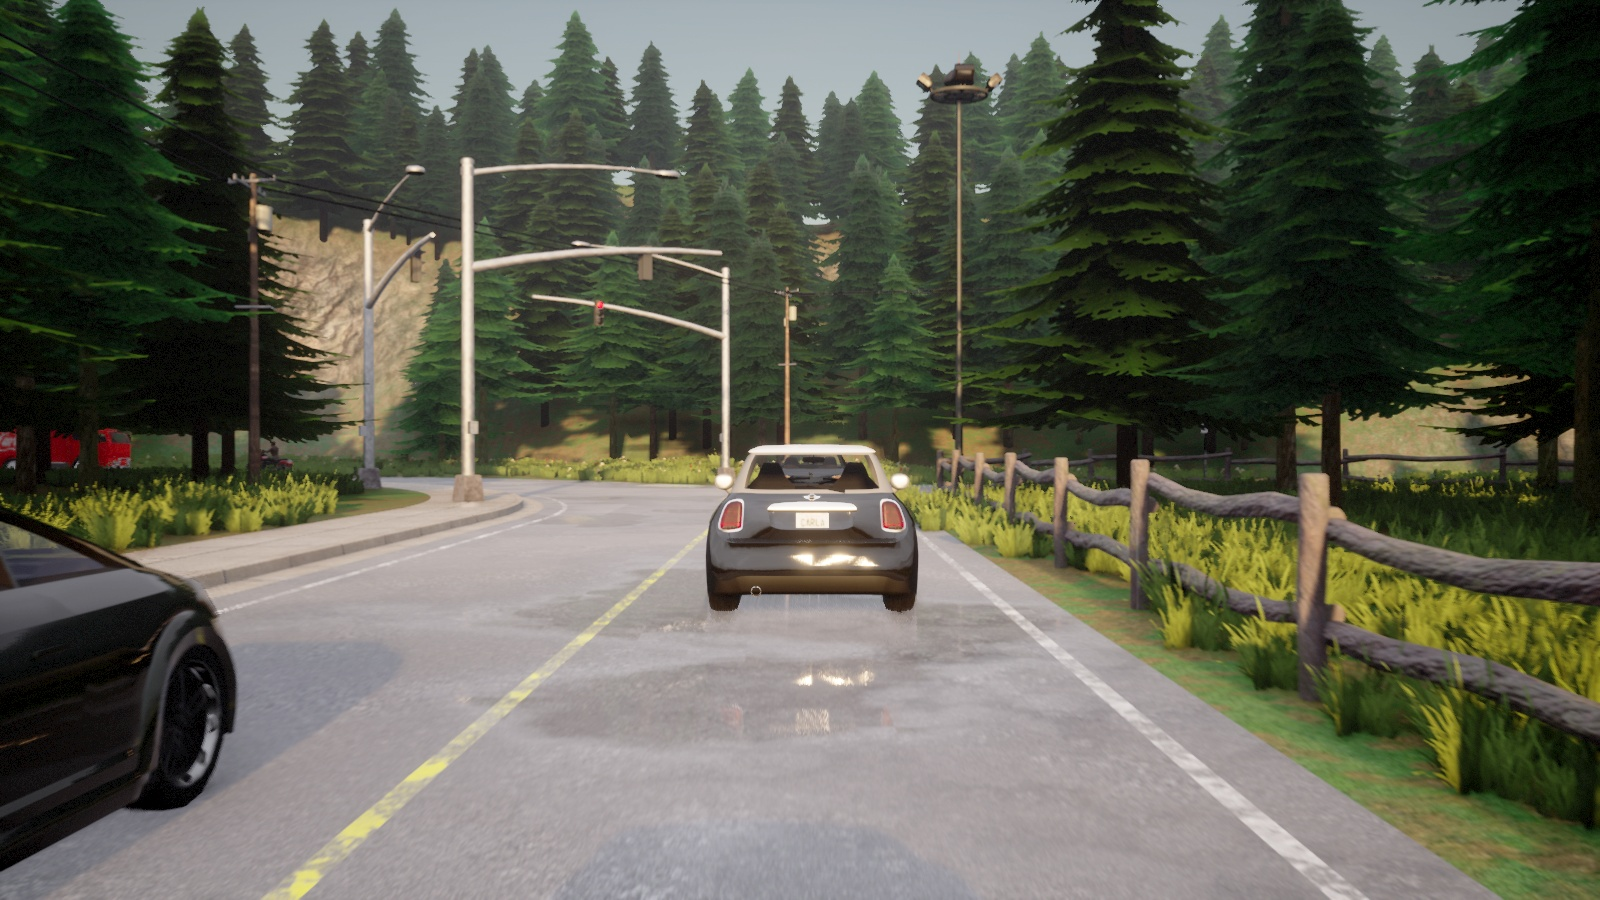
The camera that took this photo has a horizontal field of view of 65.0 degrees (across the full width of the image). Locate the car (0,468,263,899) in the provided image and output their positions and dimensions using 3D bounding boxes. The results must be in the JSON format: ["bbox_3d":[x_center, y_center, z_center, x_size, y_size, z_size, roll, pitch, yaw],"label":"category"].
[{"bbox_3d":[-3.459,0.787,3.626,1.994,1.385,4.181,0,0,0],"label":"car"}]

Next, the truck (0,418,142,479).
[{"bbox_3d":[-30.699,-0.059,52.314,5.204,2.467,2.627,0,0,0],"label":"truck"}]

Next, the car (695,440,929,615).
[{"bbox_3d":[0.117,0.642,12.471,1.970,1.475,3.806,0,0,0],"label":"car"}]

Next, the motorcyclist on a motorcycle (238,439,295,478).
[{"bbox_3d":[-23.271,0.370,54.768,2.350,1.649,0.766,0,1,16],"label":"motorcyclist on a motorcycle"}]
